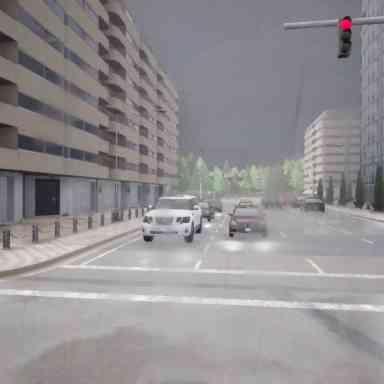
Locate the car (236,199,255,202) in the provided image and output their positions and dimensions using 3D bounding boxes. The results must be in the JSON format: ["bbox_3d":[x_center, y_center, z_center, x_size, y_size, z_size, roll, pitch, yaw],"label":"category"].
[{"bbox_3d":[4.469,1.534,27.695,1.994,1.385,4.181,0,0,9],"label":"car"}]

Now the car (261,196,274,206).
[{"bbox_3d":[12.387,1.474,54.707,1.837,1.490,4.892,0,0,9],"label":"car"}]

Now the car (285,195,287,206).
[{"bbox_3d":[15.840,1.323,54.131,2.097,1.767,4.553,0,0,9],"label":"car"}]

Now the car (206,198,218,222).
[{"bbox_3d":[0.740,1.494,26.528,1.812,1.442,4.674,0,0,9],"label":"car"}]

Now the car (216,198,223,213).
[{"bbox_3d":[2.373,1.471,36.794,1.837,1.490,4.892,0,0,9],"label":"car"}]

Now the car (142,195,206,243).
[{"bbox_3d":[-0.786,1.191,16.461,2.150,2.045,5.566,0,0,8],"label":"car"}]

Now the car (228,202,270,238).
[{"bbox_3d":[2.957,1.497,17.851,1.812,1.442,4.674,0,0,8],"label":"car"}]

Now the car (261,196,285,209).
[{"bbox_3d":[10.903,1.322,44.969,2.097,1.767,4.553,0,0,9],"label":"car"}]

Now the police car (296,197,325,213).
[{"bbox_3d":[12.997,1.398,36.203,1.930,1.638,5.238,0,0,9],"label":"police car"}]

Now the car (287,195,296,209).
[{"bbox_3d":[14.311,1.463,44.141,2.128,1.511,4.902,0,0,10],"label":"car"}]
